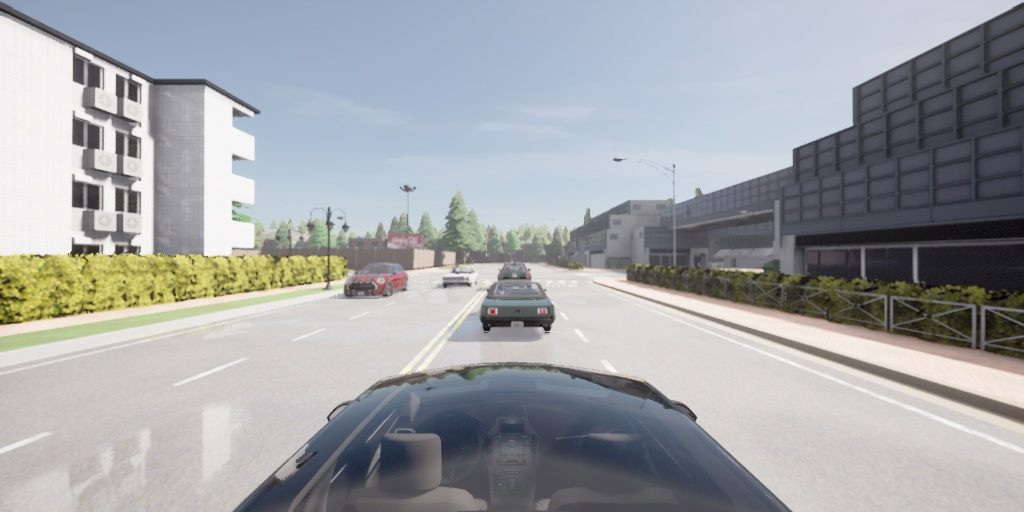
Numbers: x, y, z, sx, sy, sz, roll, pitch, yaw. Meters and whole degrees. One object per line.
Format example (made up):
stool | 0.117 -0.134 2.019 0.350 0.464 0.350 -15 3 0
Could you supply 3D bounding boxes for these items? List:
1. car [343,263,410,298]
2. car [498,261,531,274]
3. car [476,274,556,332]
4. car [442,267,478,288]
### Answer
car | -7.021 1.168 18.989 2.097 1.767 4.553 0 0 1
car | 0.155 1.185 22.860 2.097 1.767 4.553 0 0 0
car | 0.131 1.387 10.941 1.895 1.301 4.718 0 0 0
car | -3.459 1.440 24.470 1.895 1.301 4.718 0 0 1
